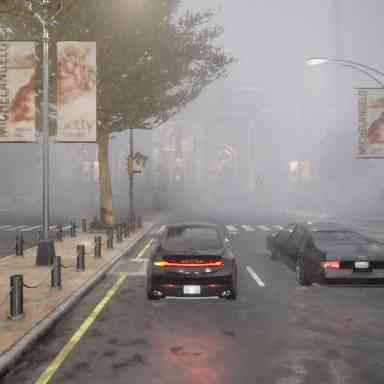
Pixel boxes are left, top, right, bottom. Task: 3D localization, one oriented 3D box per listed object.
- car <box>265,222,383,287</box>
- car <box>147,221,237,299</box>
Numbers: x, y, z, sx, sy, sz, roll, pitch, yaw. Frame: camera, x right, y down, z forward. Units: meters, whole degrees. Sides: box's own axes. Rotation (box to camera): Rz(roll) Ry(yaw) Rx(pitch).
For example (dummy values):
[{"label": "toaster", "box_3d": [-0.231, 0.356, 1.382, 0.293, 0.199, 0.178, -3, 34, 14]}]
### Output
[{"label": "car", "box_3d": [3.494, 1.547, 9.362, 2.033, 1.411, 5.357, 0, 0, 0]}, {"label": "car", "box_3d": [-0.004, 1.505, 8.397, 1.837, 1.490, 4.892, 0, 0, 0]}]
